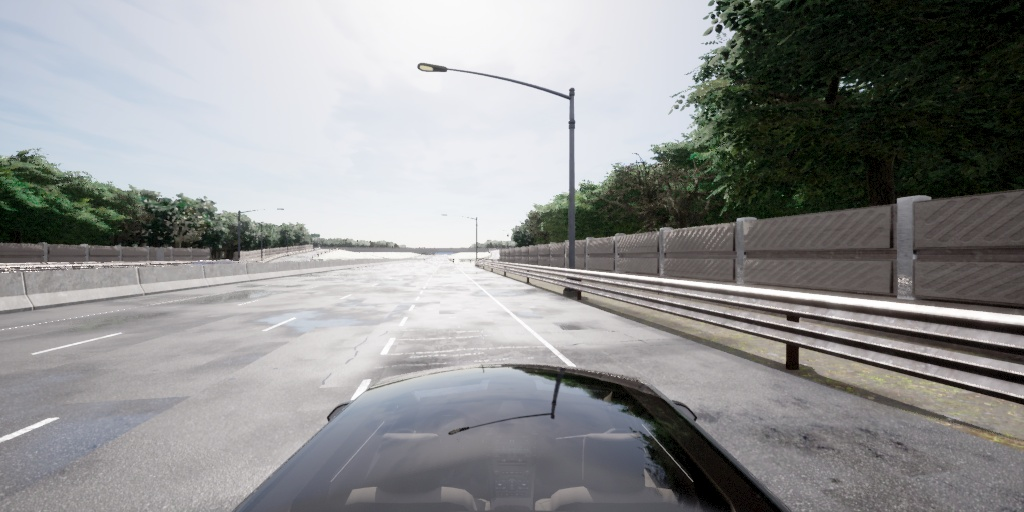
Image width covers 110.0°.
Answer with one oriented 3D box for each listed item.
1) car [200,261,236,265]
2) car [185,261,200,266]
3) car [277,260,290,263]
[{"bbox_3d":[-36.587,1.313,45.399,1.812,1.442,4.674,0,0,-10],"label":"car"},{"bbox_3d":[-40.427,1.338,46.951,2.033,1.411,5.357,0,0,-10],"label":"car"},{"bbox_3d":[-34.715,1.367,54.849,1.994,1.385,4.181,0,0,-10],"label":"car"}]
